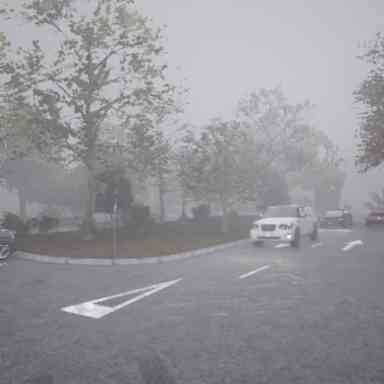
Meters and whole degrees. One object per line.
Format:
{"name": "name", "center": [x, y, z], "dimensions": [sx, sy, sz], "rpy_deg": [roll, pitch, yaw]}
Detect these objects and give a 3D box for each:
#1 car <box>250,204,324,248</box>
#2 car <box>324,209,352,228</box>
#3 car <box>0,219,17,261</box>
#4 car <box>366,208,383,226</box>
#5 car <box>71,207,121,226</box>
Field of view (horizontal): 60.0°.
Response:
{"name": "car", "center": [5.047, 1.682, 17.703], "dimensions": [2.150, 2.045, 5.566], "rpy_deg": [-4, -3, 34]}
{"name": "car", "center": [11.963, 2.144, 27.545], "dimensions": [1.812, 1.442, 4.674], "rpy_deg": [-5, -3, 35]}
{"name": "car", "center": [-9.197, 1.803, 12.434], "dimensions": [2.185, 1.767, 4.553], "rpy_deg": [-1, -2, 35]}
{"name": "car", "center": [15.499, 2.000, 27.186], "dimensions": [1.994, 1.385, 4.181], "rpy_deg": [-5, -3, 35]}
{"name": "car", "center": [-10.261, 2.688, 36.114], "dimensions": [2.150, 2.045, 5.566], "rpy_deg": [-5, -3, 35]}
